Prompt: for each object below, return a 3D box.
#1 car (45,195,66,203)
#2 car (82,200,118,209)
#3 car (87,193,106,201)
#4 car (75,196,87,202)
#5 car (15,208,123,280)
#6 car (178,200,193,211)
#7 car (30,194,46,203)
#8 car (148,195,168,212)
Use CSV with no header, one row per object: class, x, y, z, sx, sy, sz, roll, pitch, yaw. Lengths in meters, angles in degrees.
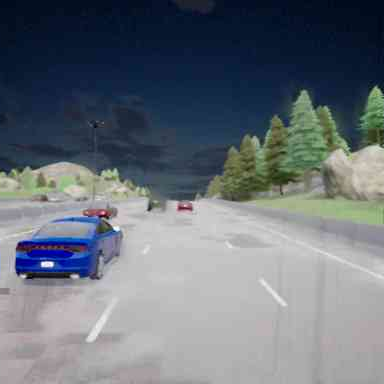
car,-26.137,1.439,64.634,1.895,1.301,4.718,1,0,-2
car,-7.379,1.609,27.320,1.895,1.301,4.718,1,0,-2
car,-19.260,1.177,68.887,2.150,2.045,5.566,1,-1,-2
car,-22.764,1.447,68.806,1.994,1.385,4.181,1,-1,-2
car,-3.340,1.487,9.985,1.882,1.535,5.008,1,0,-2
car,-0.922,1.744,45.005,1.994,1.385,4.181,1,0,-2
car,-29.633,1.142,64.588,2.097,1.767,4.553,1,0,-2
car,-4.322,1.335,41.906,2.150,2.045,5.566,1,0,-2
